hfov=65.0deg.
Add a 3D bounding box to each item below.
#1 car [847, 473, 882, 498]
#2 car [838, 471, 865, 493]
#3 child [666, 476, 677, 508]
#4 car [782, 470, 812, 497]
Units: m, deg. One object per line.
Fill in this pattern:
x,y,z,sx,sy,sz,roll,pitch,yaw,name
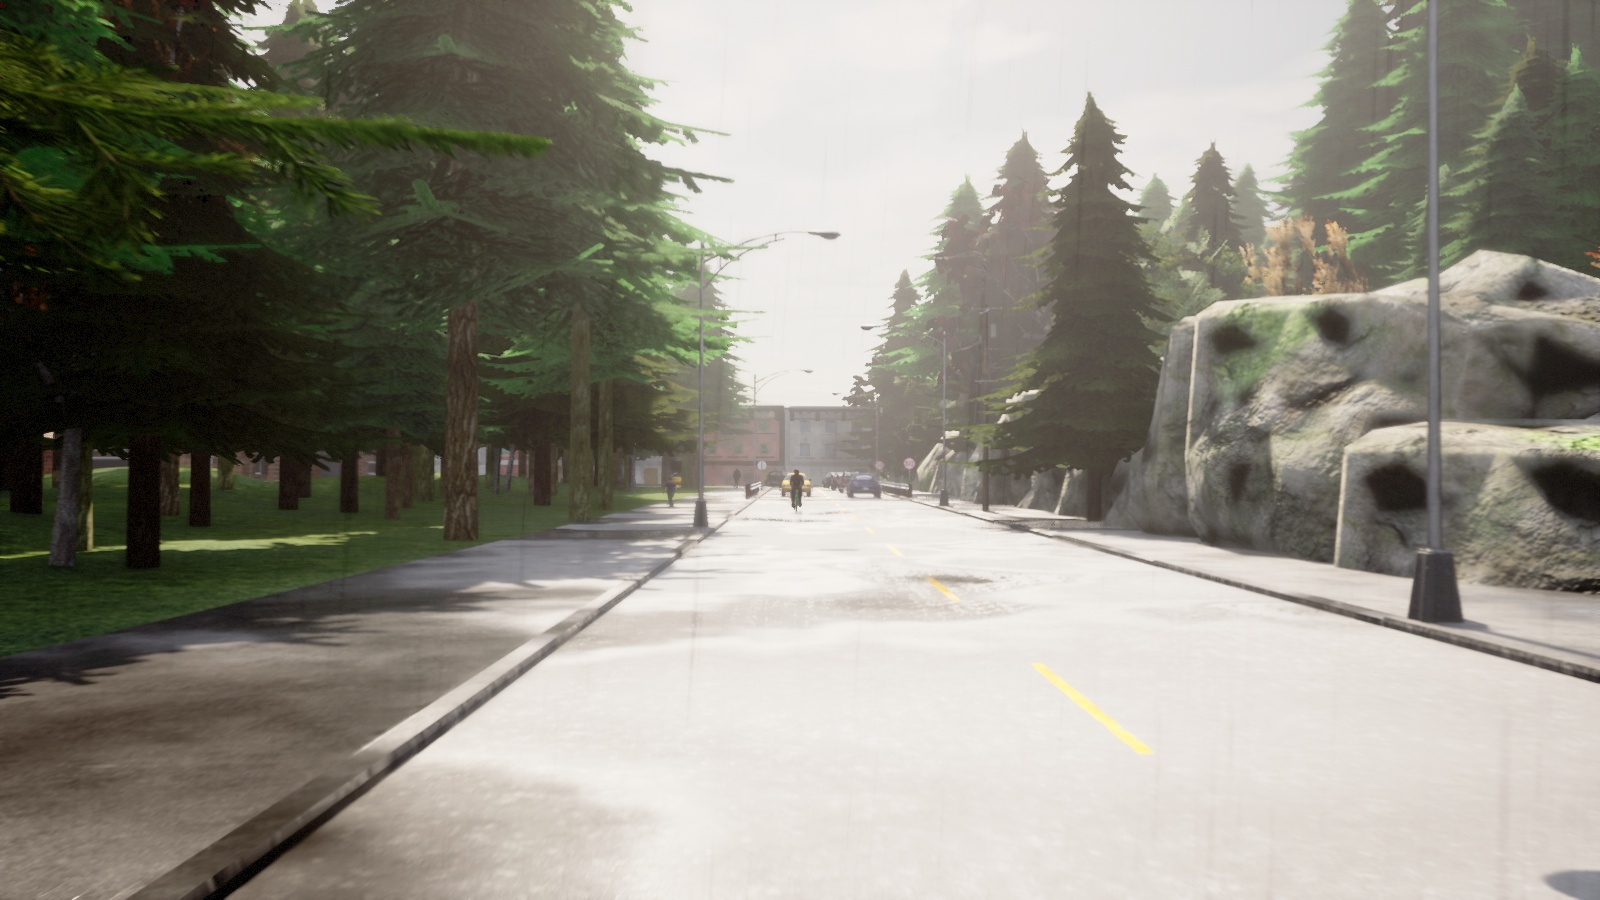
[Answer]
3.801,2.071,74.431,1.812,1.442,4.674,0,-1,0,car
3.696,2.290,90.280,1.789,1.549,3.705,0,-1,0,car
-5.041,1.649,49.258,0.270,1.263,0.437,-1,-1,17,child
-0.222,2.056,77.863,1.801,1.575,5.366,0,-1,0,car
